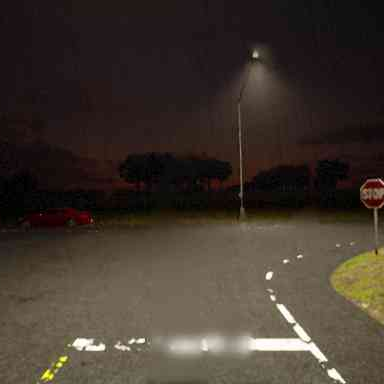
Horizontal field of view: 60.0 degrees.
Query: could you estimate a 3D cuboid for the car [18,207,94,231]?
[{"bbox_3d":[-8.864,1.726,21.767,4.674,1.442,1.812,-1,-2,0],"label":"car"}]
